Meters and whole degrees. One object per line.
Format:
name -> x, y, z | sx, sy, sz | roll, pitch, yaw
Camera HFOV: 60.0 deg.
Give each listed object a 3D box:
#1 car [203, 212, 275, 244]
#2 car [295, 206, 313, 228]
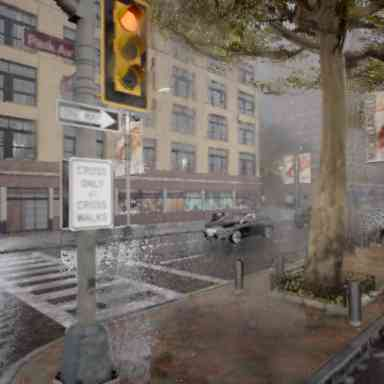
car -> 2.646, 1.855, 18.162 | 4.902, 1.511, 2.128 | 1, -2, -45
car -> 9.628, 1.788, 25.102 | 4.553, 1.767, 2.097 | 1, -2, -45
